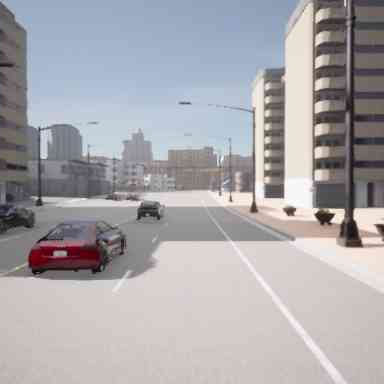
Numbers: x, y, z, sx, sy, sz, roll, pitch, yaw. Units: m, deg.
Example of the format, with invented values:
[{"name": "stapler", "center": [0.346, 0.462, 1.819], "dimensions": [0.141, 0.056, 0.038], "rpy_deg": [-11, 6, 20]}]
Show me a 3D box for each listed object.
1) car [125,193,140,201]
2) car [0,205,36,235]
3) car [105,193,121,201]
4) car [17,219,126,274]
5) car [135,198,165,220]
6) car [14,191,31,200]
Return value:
[{"name": "car", "center": [-10.542, 0.917, 59.284], "dimensions": [1.895, 1.301, 4.718], "rpy_deg": [0, 2, 1]}, {"name": "car", "center": [-10.601, 1.483, 18.699], "dimensions": [2.128, 1.511, 4.902], "rpy_deg": [0, 0, 0]}, {"name": "car", "center": [-14.043, 0.878, 59.315], "dimensions": [1.994, 1.385, 4.181], "rpy_deg": [0, 2, 1]}, {"name": "car", "center": [-3.403, 1.559, 10.596], "dimensions": [1.994, 1.385, 4.181], "rpy_deg": [0, 0, 0]}, {"name": "car", "center": [-3.403, 1.489, 27.898], "dimensions": [1.837, 1.490, 4.892], "rpy_deg": [0, 0, 0]}, {"name": "car", "center": [-29.484, 0.543, 57.407], "dimensions": [1.970, 1.475, 3.806], "rpy_deg": [0, 2, 0]}]
